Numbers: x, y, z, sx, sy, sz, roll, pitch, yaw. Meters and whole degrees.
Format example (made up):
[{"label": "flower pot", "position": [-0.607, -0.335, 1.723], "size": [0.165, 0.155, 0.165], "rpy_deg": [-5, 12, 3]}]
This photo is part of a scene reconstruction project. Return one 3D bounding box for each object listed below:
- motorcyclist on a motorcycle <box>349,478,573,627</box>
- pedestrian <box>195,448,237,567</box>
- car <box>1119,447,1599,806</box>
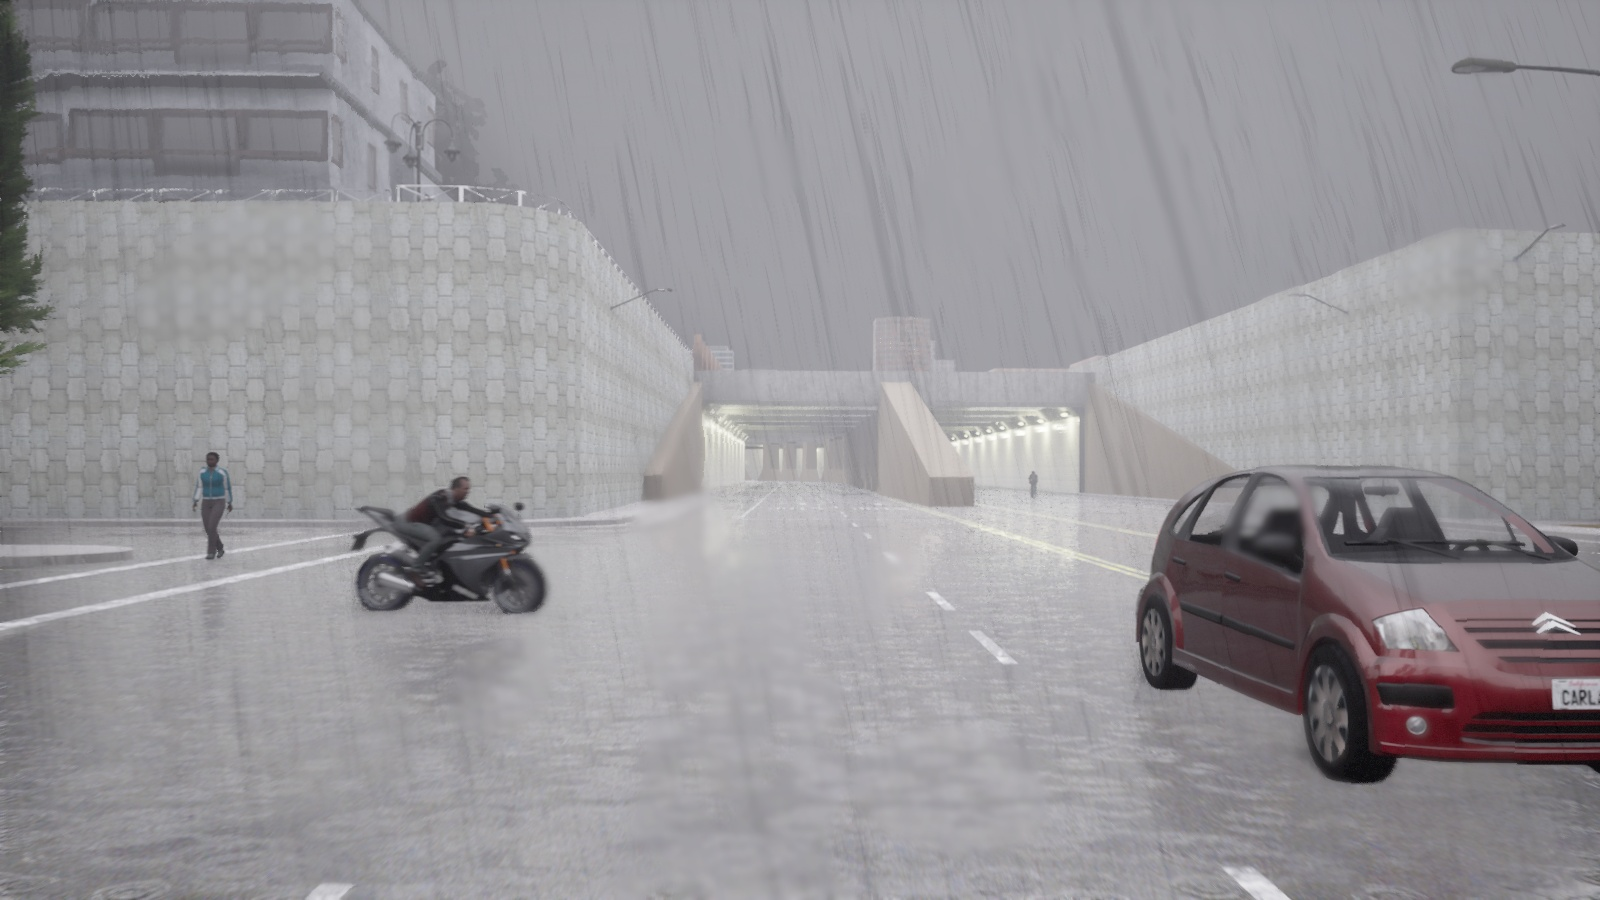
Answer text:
[{"label": "motorcyclist on a motorcycle", "position": [-3.683, 1.092, 13.721], "size": [2.191, 1.530, 0.866], "rpy_deg": [0, 0, 9]}, {"label": "pedestrian", "position": [-9.700, 0.945, 20.882], "size": [0.396, 1.930, 0.692], "rpy_deg": [0, -1, -3]}, {"label": "car", "position": [3.477, 0.827, 7.711], "size": [1.851, 1.617, 3.988], "rpy_deg": [0, -1, -3]}]
